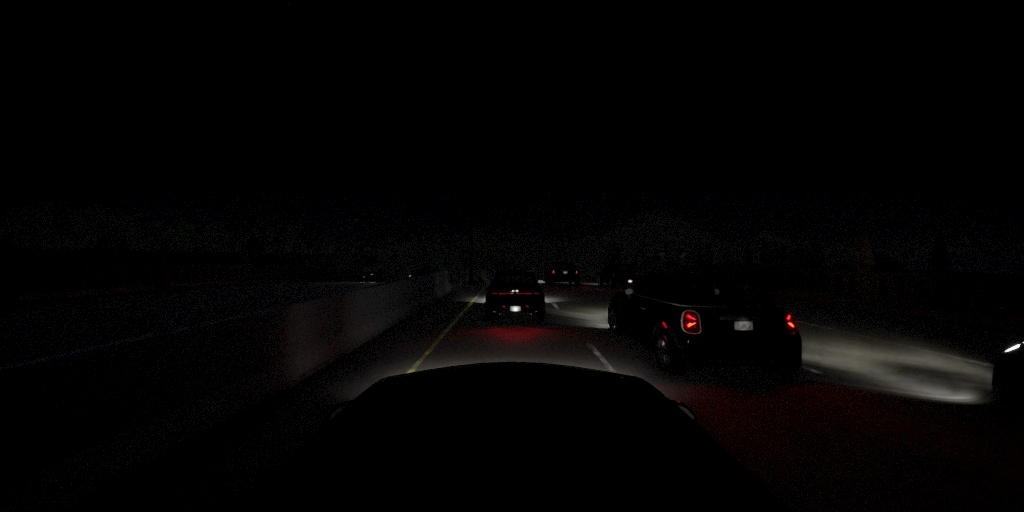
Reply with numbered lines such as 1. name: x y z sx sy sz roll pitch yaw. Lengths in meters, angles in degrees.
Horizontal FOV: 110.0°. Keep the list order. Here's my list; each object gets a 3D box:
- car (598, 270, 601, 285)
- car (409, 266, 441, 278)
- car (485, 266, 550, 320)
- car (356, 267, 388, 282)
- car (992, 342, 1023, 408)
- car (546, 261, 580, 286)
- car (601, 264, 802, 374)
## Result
1. car: 7.103 1.300 23.961 1.837 1.490 4.892 0 -1 0
2. car: -7.067 1.545 30.205 2.033 1.411 5.357 0 -3 0
3. car: 0.101 1.257 12.673 1.837 1.490 4.892 0 0 0
4. car: -14.064 1.880 36.405 1.812 1.442 4.674 0 -4 0
5. car: 7.101 1.102 2.565 2.097 1.767 4.553 0 0 0
6. car: 3.605 1.205 26.319 2.097 1.767 4.553 0 -2 0
7. car: 3.601 1.103 7.697 2.097 1.767 4.553 0 0 0
